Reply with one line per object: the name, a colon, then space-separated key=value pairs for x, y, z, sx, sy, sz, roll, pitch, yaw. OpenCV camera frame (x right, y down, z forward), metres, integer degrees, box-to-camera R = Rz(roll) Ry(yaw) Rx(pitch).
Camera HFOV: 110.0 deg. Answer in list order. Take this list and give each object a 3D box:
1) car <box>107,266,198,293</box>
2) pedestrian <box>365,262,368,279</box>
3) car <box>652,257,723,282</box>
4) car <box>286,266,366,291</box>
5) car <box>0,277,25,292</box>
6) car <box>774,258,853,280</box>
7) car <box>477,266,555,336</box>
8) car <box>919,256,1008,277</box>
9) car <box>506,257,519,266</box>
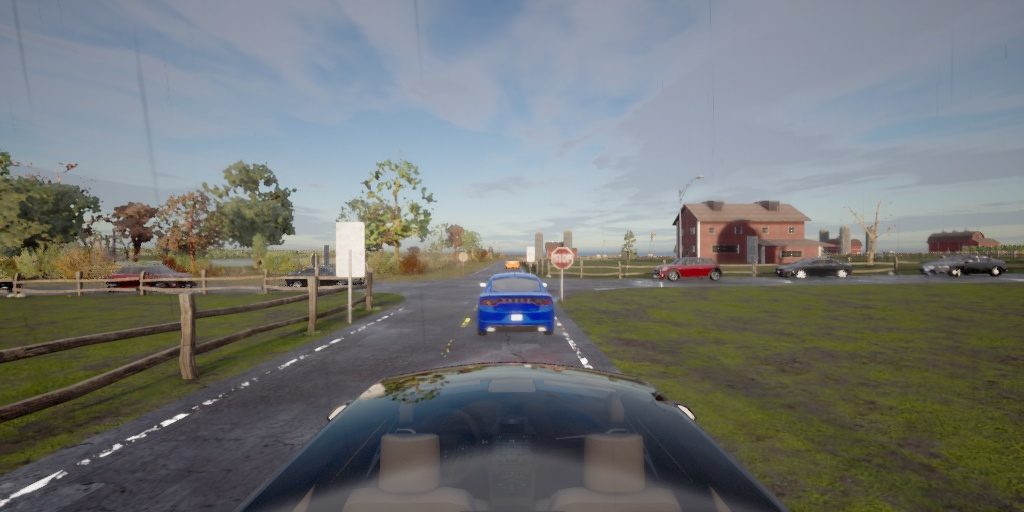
car: x=-23.538 y=1.416 z=23.619 sx=4.553 sy=1.767 sz=2.097 roll=-1 pitch=0 yaw=1
pedestrian: x=-12.175 y=1.160 z=29.453 sx=0.375 sy=1.860 sz=0.375 roll=0 pitch=1 yaw=0
car: x=12.704 y=0.885 z=26.201 sx=4.553 sy=1.767 sz=2.097 roll=-1 pitch=0 yaw=-1
car: x=-11.970 y=1.412 z=23.226 sx=4.892 sy=1.490 sz=1.837 roll=-1 pitch=0 yaw=5
car: x=-35.918 y=1.832 z=24.091 sx=4.718 sy=1.301 sz=1.895 roll=-1 pitch=0 yaw=6
car: x=21.904 y=0.903 z=26.184 sx=4.892 sy=1.490 sz=1.837 roll=-1 pitch=0 yaw=0
car: x=0.062 y=1.226 z=10.486 sx=1.882 sy=1.535 sz=5.008 roll=0 pitch=0 yaw=-1
car: x=32.729 y=0.729 z=26.096 sx=4.902 sy=1.511 sz=2.128 roll=-1 pitch=0 yaw=0
car: x=0.068 y=1.094 z=55.528 sx=2.097 sy=1.767 sz=4.553 roll=0 pitch=0 yaw=0
